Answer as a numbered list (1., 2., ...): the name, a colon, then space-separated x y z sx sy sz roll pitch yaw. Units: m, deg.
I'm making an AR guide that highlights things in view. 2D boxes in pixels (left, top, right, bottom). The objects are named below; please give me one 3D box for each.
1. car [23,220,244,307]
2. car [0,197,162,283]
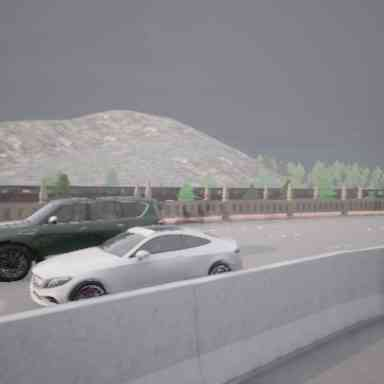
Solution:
1. car: -0.948 1.497 7.319 4.674 1.442 1.812 0 0 -33
2. car: -3.475 1.178 9.903 5.566 2.045 2.150 0 0 -33
